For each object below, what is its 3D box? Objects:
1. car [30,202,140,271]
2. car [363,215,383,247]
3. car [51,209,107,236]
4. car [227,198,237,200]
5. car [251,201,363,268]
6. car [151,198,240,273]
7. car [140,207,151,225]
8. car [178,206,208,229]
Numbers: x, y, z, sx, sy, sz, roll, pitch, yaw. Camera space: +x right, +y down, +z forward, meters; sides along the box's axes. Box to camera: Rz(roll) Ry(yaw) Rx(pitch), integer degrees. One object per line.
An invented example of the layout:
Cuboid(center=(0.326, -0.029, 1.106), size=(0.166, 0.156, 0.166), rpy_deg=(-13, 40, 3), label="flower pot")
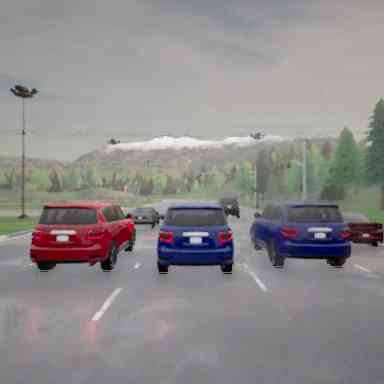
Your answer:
Cuboid(center=(-3.411, 1.342, 11.453), size=(2.150, 2.045, 5.566), rpy_deg=(0, -1, 0), label="car")
Cuboid(center=(7.086, 1.644, 16.031), size=(1.882, 1.535, 5.008), rpy_deg=(0, 0, 0), label="car")
Cuboid(center=(-6.917, 1.818, 20.874), size=(1.895, 1.301, 4.718), rpy_deg=(0, -1, 0), label="car")
Cuboid(center=(3.572, 1.579, 34.377), size=(2.150, 2.045, 5.566), rpy_deg=(0, 0, 0), label="car")
Cuboid(center=(3.602, 1.345, 11.980), size=(2.150, 2.045, 5.566), rpy_deg=(0, -1, 0), label="car")
Cuboid(center=(0.088, 1.342, 11.215), size=(2.150, 2.045, 5.566), rpy_deg=(0, 0, 0), label="car")
Cuboid(center=(-3.420, 1.801, 24.413), size=(2.033, 1.411, 5.357), rpy_deg=(0, -1, 0), label="car")
Cuboid(center=(0.079, 1.808, 25.075), size=(2.033, 1.411, 5.357), rpy_deg=(0, -1, 0), label="car")
